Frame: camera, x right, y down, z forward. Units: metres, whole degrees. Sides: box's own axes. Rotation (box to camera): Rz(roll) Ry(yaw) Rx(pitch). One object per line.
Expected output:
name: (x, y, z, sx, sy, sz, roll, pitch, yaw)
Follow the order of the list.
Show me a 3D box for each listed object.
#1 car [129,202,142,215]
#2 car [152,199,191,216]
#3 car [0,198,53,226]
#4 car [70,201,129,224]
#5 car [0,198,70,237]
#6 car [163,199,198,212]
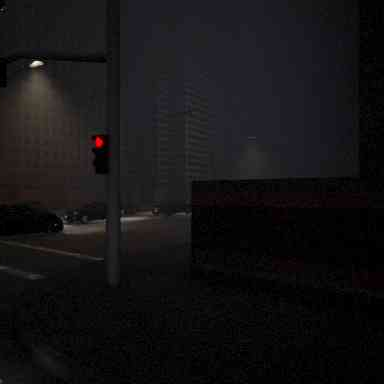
car: (-7.099, 1.547, 31.458, 2.033, 1.411, 5.357, 0, 0, 36)
car: (-1.877, 1.491, 32.698, 2.128, 1.511, 4.902, 0, 0, 36)
car: (-12.638, 1.352, 23.772, 2.097, 1.767, 4.553, 0, 0, 36)
car: (-7.377, 1.505, 25.101, 1.837, 1.490, 4.892, 0, 0, 36)
car: (-8.852, 1.352, 16.668, 2.097, 1.767, 4.553, 0, 0, 35)
car: (-1.301, 1.564, 39.451, 1.994, 1.385, 4.181, 0, 0, 36)
